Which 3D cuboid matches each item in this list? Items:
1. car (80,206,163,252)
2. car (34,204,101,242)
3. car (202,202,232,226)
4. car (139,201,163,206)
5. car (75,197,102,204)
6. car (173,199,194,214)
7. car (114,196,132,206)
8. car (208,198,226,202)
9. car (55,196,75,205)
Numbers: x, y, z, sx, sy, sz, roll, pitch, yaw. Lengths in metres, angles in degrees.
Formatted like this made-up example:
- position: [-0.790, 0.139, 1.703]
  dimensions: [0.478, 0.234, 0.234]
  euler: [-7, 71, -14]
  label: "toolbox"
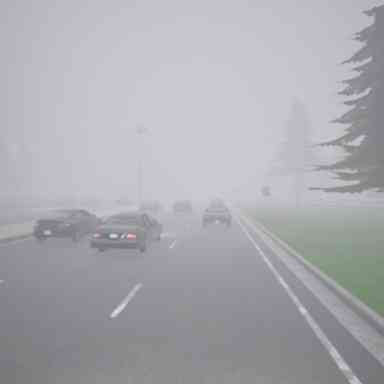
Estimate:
- position: [-2.477, 1.539, 13.802]
  dimensions: [2.033, 1.411, 5.357]
  euler: [0, 0, 4]
  label: "car"
- position: [-5.806, 1.504, 16.058]
  dimensions: [1.812, 1.442, 4.674]
  euler: [0, 0, 4]
  label: "car"
- position: [1.751, 1.610, 23.334]
  dimensions: [1.895, 1.301, 4.718]
  euler: [0, 0, 4]
  label: "car"
- position: [-4.320, 1.586, 35.855]
  dimensions: [1.895, 1.301, 4.718]
  euler: [0, 0, 4]
  label: "car"
- position: [-15.012, 1.435, 49.618]
  dimensions: [2.128, 1.511, 4.902]
  euler: [0, 0, 4]
  label: "car"
- position: [-0.834, 1.477, 35.541]
  dimensions: [1.882, 1.535, 5.008]
  euler: [0, 0, 4]
  label: "car"
- position: [-11.169, 1.437, 54.316]
  dimensions: [1.882, 1.535, 5.008]
  euler: [0, 0, 4]
  label: "car"
- position: [3.166, 1.522, 42.000]
  dimensions: [1.837, 1.490, 4.892]
  euler: [0, 0, 4]
  label: "car"
- position: [-18.536, 1.421, 49.345]
  dimensions: [2.128, 1.511, 4.902]
  euler: [0, 0, 4]
  label: "car"
